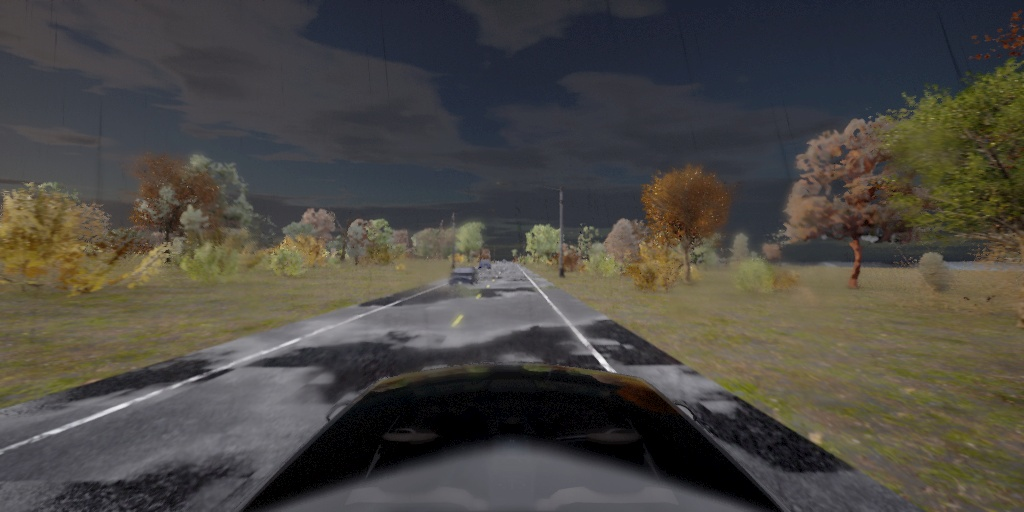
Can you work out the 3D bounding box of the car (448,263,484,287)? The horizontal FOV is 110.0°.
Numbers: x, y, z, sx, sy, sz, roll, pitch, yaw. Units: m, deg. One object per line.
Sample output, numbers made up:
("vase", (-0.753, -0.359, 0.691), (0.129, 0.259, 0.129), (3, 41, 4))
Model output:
("car", (-3.591, 1.515, 27.489), (2.033, 1.411, 5.357), (0, 0, 0))
